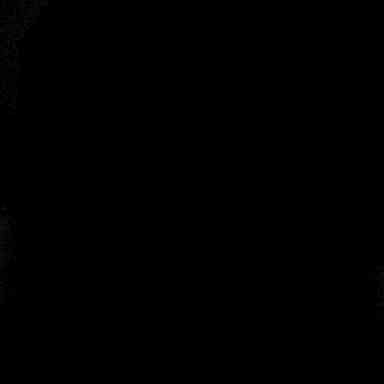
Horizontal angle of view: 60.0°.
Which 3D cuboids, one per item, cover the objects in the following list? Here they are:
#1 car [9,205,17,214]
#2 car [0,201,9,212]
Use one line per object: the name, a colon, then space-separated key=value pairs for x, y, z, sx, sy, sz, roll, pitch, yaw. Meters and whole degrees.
car: x=-16.206 y=1.527 z=33.508 sx=1.802 sy=1.307 sz=4.206 roll=0 pitch=-1 yaw=36
car: x=-19.347 y=1.183 z=29.117 sx=2.192 sy=1.841 sz=5.009 roll=0 pitch=-1 yaw=36
